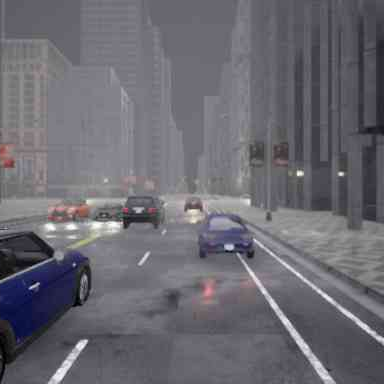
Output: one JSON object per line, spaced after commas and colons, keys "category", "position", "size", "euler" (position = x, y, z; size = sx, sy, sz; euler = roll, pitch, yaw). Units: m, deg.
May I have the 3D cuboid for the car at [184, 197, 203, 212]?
{"category": "car", "position": [0.203, 1.331, 38.605], "size": [2.097, 1.767, 4.553], "euler": [0, 0, 1]}

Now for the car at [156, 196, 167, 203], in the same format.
{"category": "car", "position": [-6.181, 1.487, 67.269], "size": [1.812, 1.442, 4.674], "euler": [0, 0, 1]}

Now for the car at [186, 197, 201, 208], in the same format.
{"category": "car", "position": [0.220, 1.465, 48.896], "size": [2.128, 1.511, 4.902], "euler": [0, 0, 0]}

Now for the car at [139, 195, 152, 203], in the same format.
{"category": "car", "position": [-9.430, 1.440, 67.202], "size": [1.882, 1.535, 5.008], "euler": [0, 0, 1]}

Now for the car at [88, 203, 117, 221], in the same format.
{"category": "car", "position": [-6.502, 1.549, 26.601], "size": [1.994, 1.385, 4.181], "euler": [0, 0, 0]}

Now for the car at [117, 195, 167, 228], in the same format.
{"category": "car", "position": [-3.078, 1.211, 21.919], "size": [2.150, 2.045, 5.566], "euler": [0, 0, 0]}

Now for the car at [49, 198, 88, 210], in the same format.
{"category": "car", "position": [-9.751, 1.337, 26.716], "size": [2.097, 1.767, 4.553], "euler": [0, 0, 0]}

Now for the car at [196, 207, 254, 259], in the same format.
{"category": "car", "position": [1.157, 1.519, 12.524], "size": [1.812, 1.442, 4.674], "euler": [0, 0, 0]}

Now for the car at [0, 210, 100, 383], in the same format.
{"category": "car", "position": [-3.143, 1.350, 5.084], "size": [2.097, 1.767, 4.553], "euler": [0, 0, 0]}
